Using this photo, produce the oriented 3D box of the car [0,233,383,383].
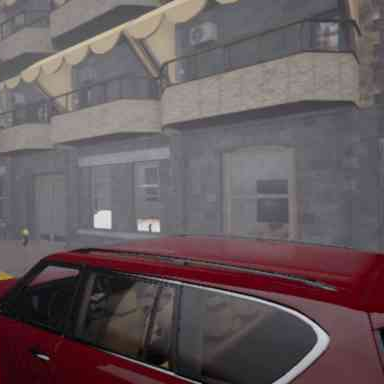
[{"bbox_3d":[-0.441,1.332,3.045,5.009,1.841,2.192,-1,-1,36],"label":"car"}]
